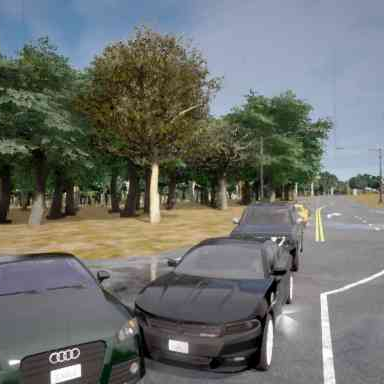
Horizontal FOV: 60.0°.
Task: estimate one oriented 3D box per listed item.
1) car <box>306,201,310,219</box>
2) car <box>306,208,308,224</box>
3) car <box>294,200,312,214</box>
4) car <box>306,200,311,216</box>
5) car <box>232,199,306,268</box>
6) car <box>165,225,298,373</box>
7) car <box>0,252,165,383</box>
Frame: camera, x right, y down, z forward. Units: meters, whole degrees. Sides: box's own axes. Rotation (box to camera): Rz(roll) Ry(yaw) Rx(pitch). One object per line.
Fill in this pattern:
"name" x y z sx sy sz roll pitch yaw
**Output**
"car" 7.285 1.661 23.992 1.882 1.535 5.008 -1 0 21
"car" 5.125 1.772 18.242 1.895 1.301 4.718 -1 0 21
"car" 13.398 1.743 40.070 1.812 1.442 4.674 -1 0 21
"car" 9.354 1.721 29.493 1.812 1.442 4.674 -1 0 21
"car" 2.887 1.458 12.343 2.150 2.045 5.566 -2 0 21
"car" 0.754 1.612 6.206 1.882 1.535 5.008 -1 -2 21
"car" -2.294 1.642 4.914 1.994 1.385 4.181 1 -2 -33
